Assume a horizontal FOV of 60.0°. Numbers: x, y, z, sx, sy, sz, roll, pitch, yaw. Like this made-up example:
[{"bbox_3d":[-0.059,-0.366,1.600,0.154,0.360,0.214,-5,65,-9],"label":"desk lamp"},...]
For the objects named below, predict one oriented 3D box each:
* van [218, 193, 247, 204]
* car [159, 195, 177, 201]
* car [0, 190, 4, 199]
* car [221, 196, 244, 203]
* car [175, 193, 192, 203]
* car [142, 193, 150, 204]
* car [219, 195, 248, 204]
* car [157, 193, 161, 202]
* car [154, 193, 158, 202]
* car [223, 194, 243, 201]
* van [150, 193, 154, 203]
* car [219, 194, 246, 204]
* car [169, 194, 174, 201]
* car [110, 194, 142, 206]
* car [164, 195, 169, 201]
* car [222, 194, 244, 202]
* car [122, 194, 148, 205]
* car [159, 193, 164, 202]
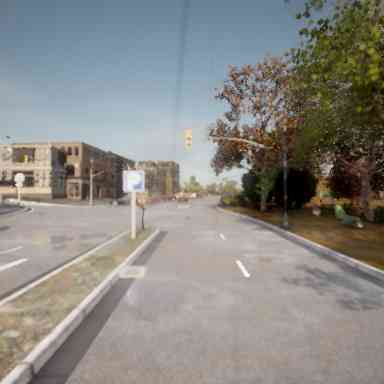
[{"bbox_3d":[7.224,1.231,59.310,4.442,1.987,1.878,1,0,-14],"label":"van"},{"bbox_3d":[-6.708,1.608,92.580,5.008,1.535,2.097,-1,0,-11],"label":"car"},{"bbox_3d":[-28.213,0.283,47.552,2.002,1.452,4.674,6,-3,-19],"label":"car"},{"bbox_3d":[8.647,1.527,71.112,4.674,1.452,2.002,1,0,-13],"label":"car"},{"bbox_3d":[-1.855,1.535,71.914,1.837,1.490,4.892,0,0,7],"label":"car"},{"bbox_3d":[-10.859,1.503,59.689,5.366,1.575,1.946,-1,-1,-15],"label":"car"},{"bbox_3d":[8.137,1.471,65.273,5.366,1.575,1.946,1,0,-13],"label":"car"},{"bbox_3d":[-9.711,1.586,71.648,4.674,1.452,2.002,-1,0,-13],"label":"car"},{"bbox_3d":[-10.081,1.538,68.653,4.892,1.521,2.231,-1,-1,-14],"label":"car"},{"bbox_3d":[10.275,1.389,82.851,4.553,1.767,2.185,1,0,-11],"label":"car"},{"bbox_3d":[-10.306,1.300,65.682,4.442,1.987,1.878,-1,-1,-14],"label":"van"},{"bbox_3d":[7.604,1.339,62.279,4.553,1.767,2.185,1,0,-14],"label":"car"},{"bbox_3d":[-8.086,1.330,83.640,5.566,2.045,2.435,-1,-1,-12],"label":"car"},{"bbox_3d":[-11.501,1.536,56.696,4.792,1.488,2.163,-1,0,-15],"label":"car"},{"bbox_3d":[-8.533,1.613,80.633,4.674,1.452,2.002,-1,0,-12],"label":"car"},{"bbox_3d":[9.381,1.374,76.981,4.553,1.767,2.185,1,0,-12],"label":"car"},{"bbox_3d":[-10.769,1.393,62.641,4.553,1.767,2.185,-1,-1,-14],"label":"car"},{"bbox_3d":[-9.343,1.595,74.650,4.674,1.452,2.002,-1,-1,-13],"label":"car"}]
